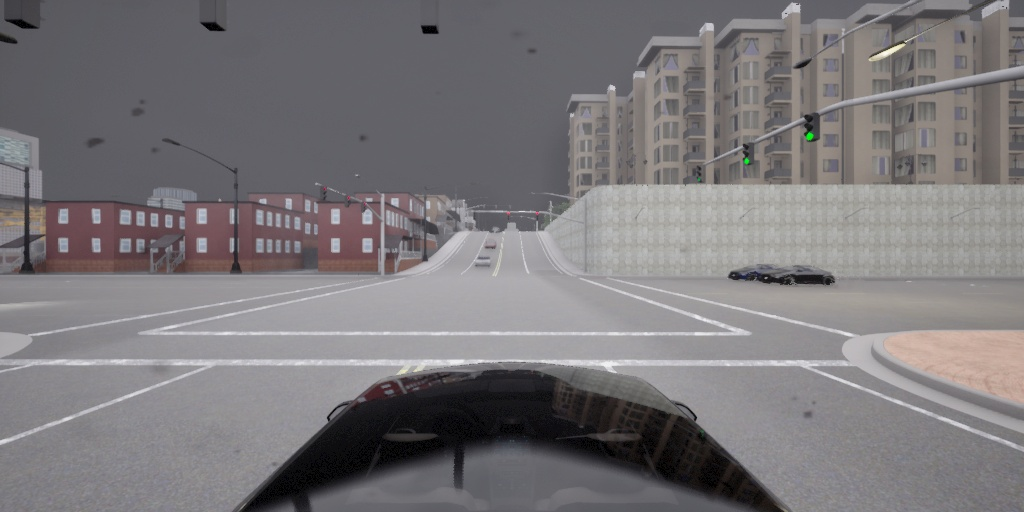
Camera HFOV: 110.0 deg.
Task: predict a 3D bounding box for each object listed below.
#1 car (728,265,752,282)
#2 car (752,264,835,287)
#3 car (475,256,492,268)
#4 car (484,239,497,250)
[{"bbox_3d":[19.155,1.310,27.718,4.181,1.385,1.994,0,0,0],"label":"car"},{"bbox_3d":[19.145,1.311,24.219,4.181,1.385,1.994,0,0,0],"label":"car"},{"bbox_3d":[-3.595,0.668,44.903,1.895,1.301,4.718,0,6,0],"label":"car"},{"bbox_3d":[-3.579,-2.057,60.421,1.882,1.535,5.008,0,12,0],"label":"car"}]
